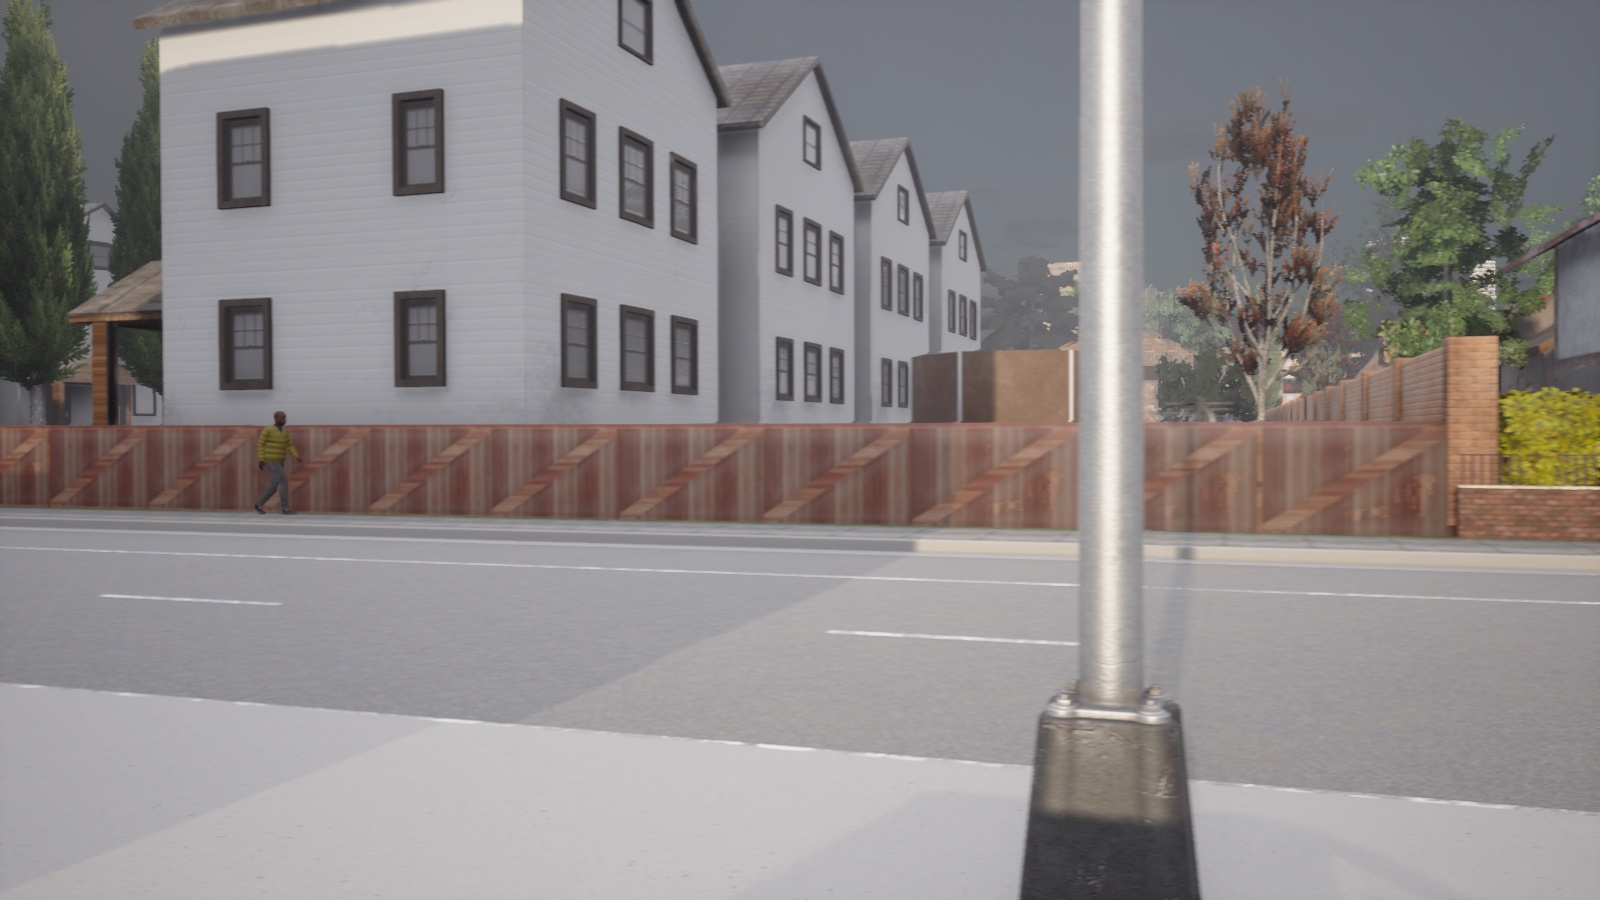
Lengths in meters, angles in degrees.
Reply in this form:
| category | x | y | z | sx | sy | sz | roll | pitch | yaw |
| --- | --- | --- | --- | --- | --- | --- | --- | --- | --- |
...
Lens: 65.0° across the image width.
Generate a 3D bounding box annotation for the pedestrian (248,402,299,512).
| category | x | y | z | sx | sy | sz | roll | pitch | yaw |
| --- | --- | --- | --- | --- | --- | --- | --- | --- | --- |
| pedestrian | -8.922 | 0.107 | 21.280 | 0.726 | 1.835 | 0.370 | 1 | 1 | 19 |
